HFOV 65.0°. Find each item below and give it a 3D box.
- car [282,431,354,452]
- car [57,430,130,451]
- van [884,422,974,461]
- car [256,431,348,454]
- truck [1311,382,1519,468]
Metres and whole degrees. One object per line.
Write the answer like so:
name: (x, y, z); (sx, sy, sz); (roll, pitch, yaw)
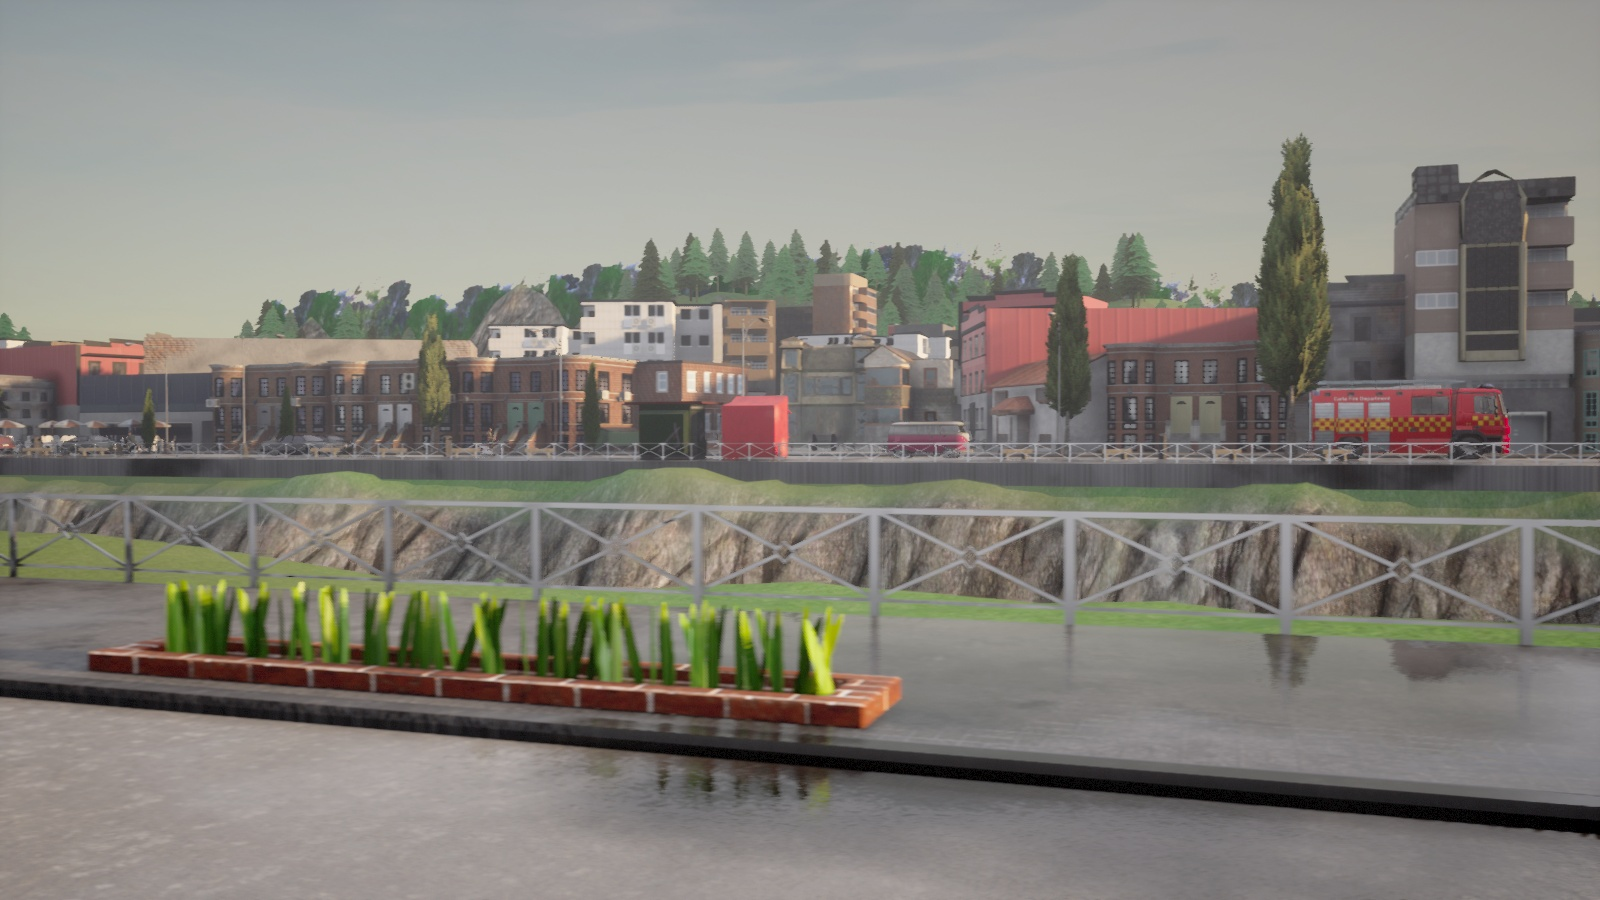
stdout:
car: (-32.177, -0.574, 83.855); (4.181, 1.385, 1.994); (1, 1, 19)
car: (-47.762, -0.648, 84.874); (4.181, 1.385, 1.994); (1, 1, 19)
van: (6.845, -0.460, 66.516); (4.442, 1.987, 1.775); (1, 1, 19)
car: (-31.457, -0.516, 79.394); (5.357, 1.411, 2.033); (1, 1, 19)
truck: (28.742, -1.177, 59.142); (8.468, 3.827, 2.891); (1, 1, 19)
